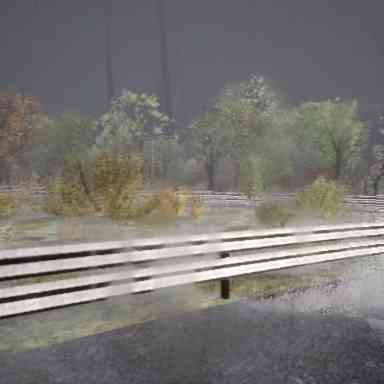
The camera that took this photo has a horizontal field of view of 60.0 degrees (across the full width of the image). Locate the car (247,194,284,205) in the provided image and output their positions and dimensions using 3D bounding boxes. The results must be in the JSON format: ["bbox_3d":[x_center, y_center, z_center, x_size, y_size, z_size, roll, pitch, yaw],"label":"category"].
[{"bbox_3d":[9.895,0.958,44.971,4.718,1.301,1.895,1,1,13],"label":"car"}]

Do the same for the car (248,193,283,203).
[{"bbox_3d":[10.676,0.887,48.383,4.718,1.301,1.895,1,1,13],"label":"car"}]

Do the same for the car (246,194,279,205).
[{"bbox_3d":[9.114,1.028,41.561,4.718,1.301,1.895,1,1,13],"label":"car"}]
